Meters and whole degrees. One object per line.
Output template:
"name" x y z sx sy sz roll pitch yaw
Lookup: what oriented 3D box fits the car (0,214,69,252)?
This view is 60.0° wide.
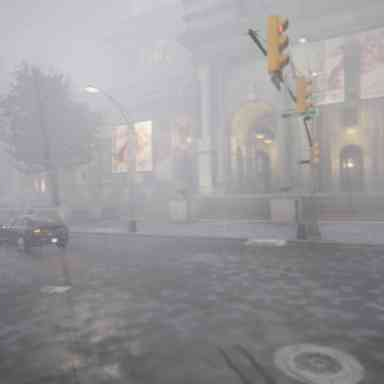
"car" -7.597 1.826 15.569 4.892 1.490 1.837 -2 -2 41
